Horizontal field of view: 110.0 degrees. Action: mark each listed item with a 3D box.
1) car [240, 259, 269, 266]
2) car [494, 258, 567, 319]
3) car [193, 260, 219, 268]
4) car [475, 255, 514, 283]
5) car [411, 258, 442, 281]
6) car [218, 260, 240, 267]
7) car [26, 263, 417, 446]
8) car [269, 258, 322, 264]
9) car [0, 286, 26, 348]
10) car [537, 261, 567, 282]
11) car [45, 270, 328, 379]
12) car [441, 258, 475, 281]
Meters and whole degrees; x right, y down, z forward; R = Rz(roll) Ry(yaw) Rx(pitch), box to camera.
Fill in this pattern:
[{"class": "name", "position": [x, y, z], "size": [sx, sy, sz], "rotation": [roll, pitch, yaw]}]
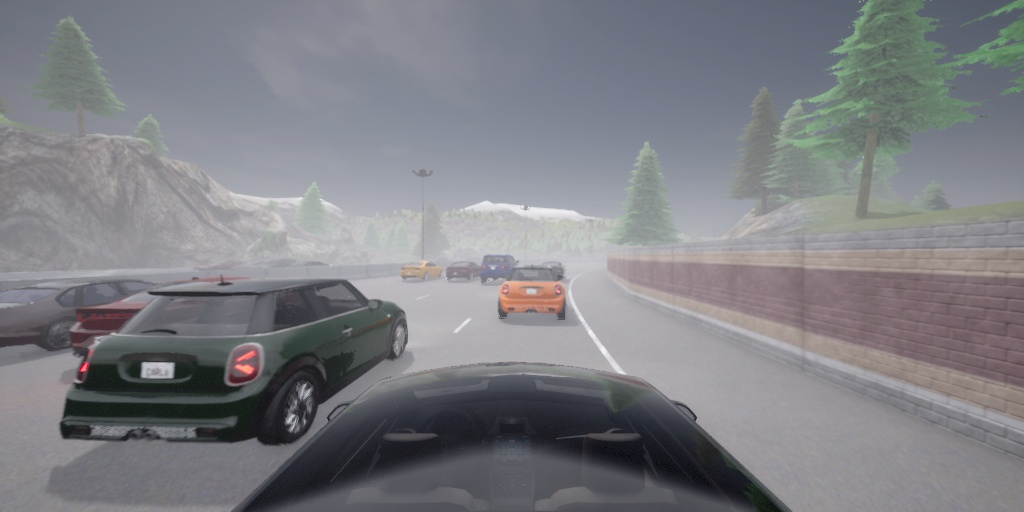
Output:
[{"class": "car", "position": [-21.194, 1.001, 32.232], "size": [2.097, 1.767, 4.553], "rotation": [0, 0, 12]}, {"class": "car", "position": [0.767, 1.078, 12.833], "size": [2.097, 1.767, 4.553], "rotation": [0, 0, 5]}, {"class": "car", "position": [-27.840, 1.111, 34.652], "size": [1.882, 1.535, 5.008], "rotation": [0, 0, 12]}, {"class": "car", "position": [-0.765, 0.913, 26.681], "size": [2.150, 2.045, 5.566], "rotation": [0, 0, 11]}, {"class": "car", "position": [-7.287, 1.153, 29.535], "size": [1.882, 1.535, 5.008], "rotation": [0, 0, 12]}, {"class": "car", "position": [-24.368, 1.187, 34.323], "size": [2.033, 1.411, 5.357], "rotation": [0, 0, 13]}, {"class": "car", "position": [-3.226, 1.088, 5.471], "size": [2.097, 1.767, 4.553], "rotation": [0, 0, 2]}, {"class": "car", "position": [-17.908, 1.161, 30.929], "size": [1.837, 1.490, 4.892], "rotation": [0, 0, 12]}, {"class": "car", "position": [-10.112, 1.266, 8.836], "size": [2.033, 1.411, 5.357], "rotation": [0, 0, 3]}, {"class": "car", "position": [3.325, 1.171, 28.967], "size": [1.882, 1.535, 5.008], "rotation": [0, 0, 12]}, {"class": "car", "position": [-6.602, 1.203, 8.345], "size": [1.882, 1.535, 5.008], "rotation": [0, 0, 3]}, {"class": "car", "position": [-3.750, 1.159, 29.357], "size": [1.882, 1.535, 5.008], "rotation": [0, 0, 12]}]
